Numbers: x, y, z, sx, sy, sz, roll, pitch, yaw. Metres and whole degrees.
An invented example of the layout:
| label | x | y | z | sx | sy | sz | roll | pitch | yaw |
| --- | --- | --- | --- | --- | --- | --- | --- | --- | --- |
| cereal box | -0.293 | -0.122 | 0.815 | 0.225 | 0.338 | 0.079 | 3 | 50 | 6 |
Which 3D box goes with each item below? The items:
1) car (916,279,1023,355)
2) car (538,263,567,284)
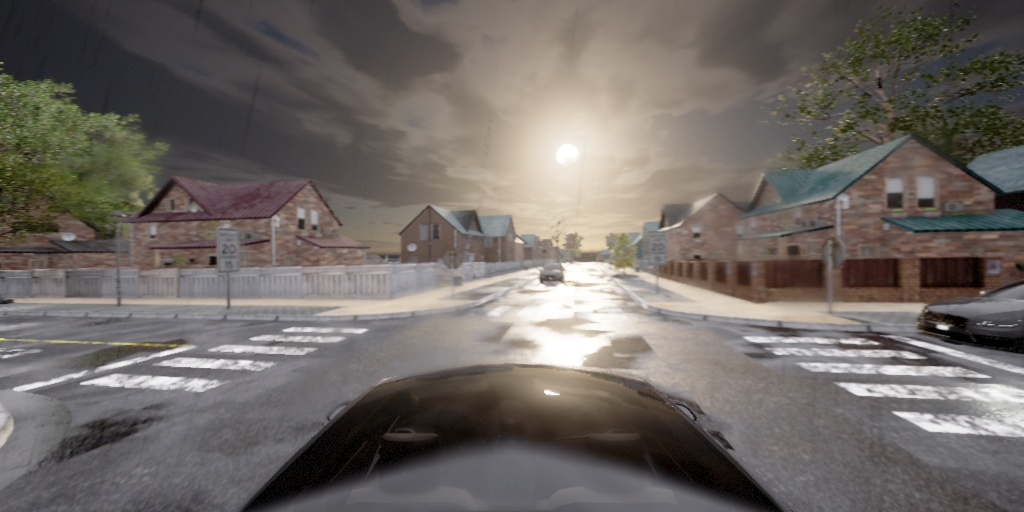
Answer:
| label | x | y | z | sx | sy | sz | roll | pitch | yaw |
| --- | --- | --- | --- | --- | --- | --- | --- | --- | --- |
| car | 10.603 | 1.079 | 6.517 | 4.892 | 1.490 | 1.837 | -1 | 0 | 7 |
| car | 3.207 | 1.331 | 27.849 | 1.837 | 1.490 | 4.892 | -1 | 0 | 12 |
